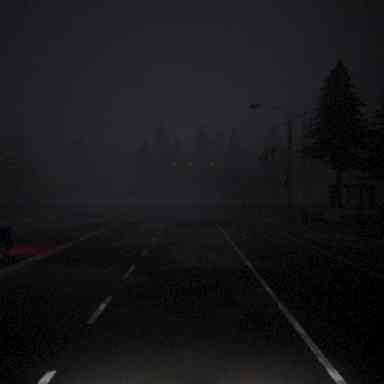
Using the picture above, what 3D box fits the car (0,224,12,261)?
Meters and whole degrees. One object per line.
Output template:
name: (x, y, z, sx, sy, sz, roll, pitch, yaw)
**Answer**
car: (-7.079, 1.464, 9.301, 1.882, 1.535, 5.008, 0, 0, 0)
